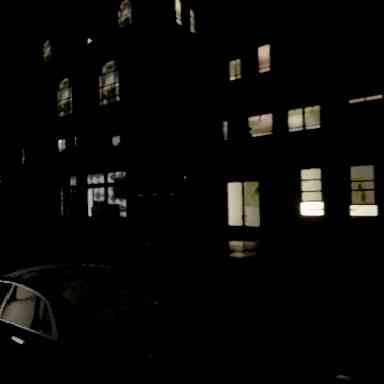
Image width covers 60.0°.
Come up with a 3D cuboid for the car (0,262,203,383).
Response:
[{"bbox_3d":[-1.860,1.591,4.220,4.403,1.369,2.008,-1,-1,36],"label":"car"}]

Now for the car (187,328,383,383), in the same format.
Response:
[{"bbox_3d":[2.459,1.510,1.135,4.829,1.417,1.752,-1,-1,36],"label":"car"}]
